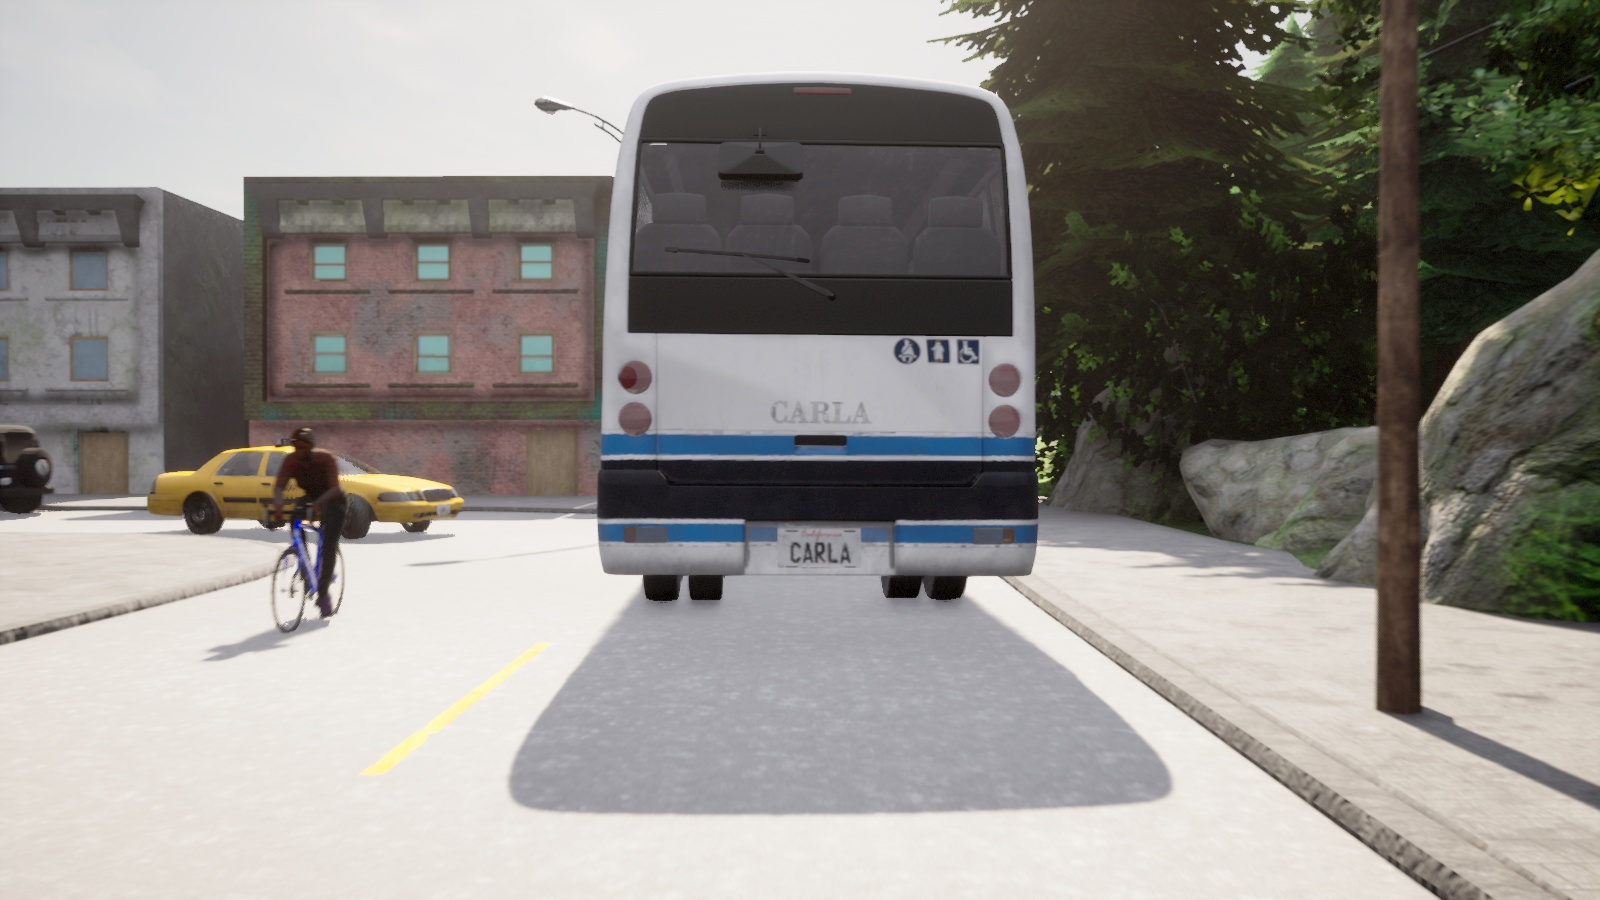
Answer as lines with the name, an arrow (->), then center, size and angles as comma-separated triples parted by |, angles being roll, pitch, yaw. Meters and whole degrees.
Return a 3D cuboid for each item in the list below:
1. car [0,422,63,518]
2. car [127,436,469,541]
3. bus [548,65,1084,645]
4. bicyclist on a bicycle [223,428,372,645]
car -> -17.538, 0.384, 25.636 | 3.866, 1.878, 1.905 | 0, 0, 1
car -> -8.257, 0.564, 20.629 | 5.366, 1.575, 1.801 | 0, 1, 20
bus -> -0.074, -0.711, 14.440 | 3.944, 4.253, 10.273 | 0, 0, -2
bicyclist on a bicycle -> -4.039, 0.638, 10.217 | 0.582, 1.620, 1.656 | 0, 1, -2
